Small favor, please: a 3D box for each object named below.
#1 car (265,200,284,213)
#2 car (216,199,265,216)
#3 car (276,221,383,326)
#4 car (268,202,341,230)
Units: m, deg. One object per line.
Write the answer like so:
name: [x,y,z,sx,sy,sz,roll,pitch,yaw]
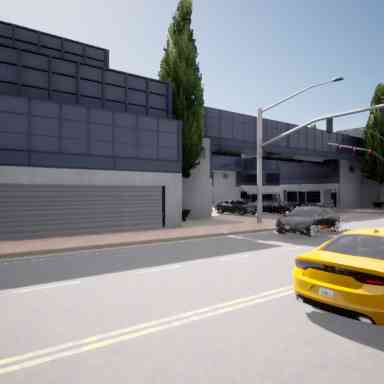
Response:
car: [8.297,1.548,32.987,2.033,1.411,5.357,0,0,-37]
car: [4.356,1.505,32.410,1.837,1.490,4.892,0,0,-37]
car: [4.187,1.478,6.829,5.008,1.535,1.882,0,0,-36]
car: [6.399,1.505,17.981,4.892,1.490,1.837,0,2,-45]
